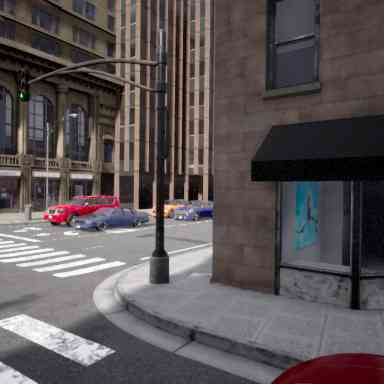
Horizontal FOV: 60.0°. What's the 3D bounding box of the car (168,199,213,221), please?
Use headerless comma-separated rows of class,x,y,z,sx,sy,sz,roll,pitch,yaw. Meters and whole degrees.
car,0.335,1.544,29.367,2.097,1.767,4.553,1,0,35

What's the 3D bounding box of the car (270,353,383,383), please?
car,2.380,1.545,1.275,4.507,1.381,1.887,0,1,35

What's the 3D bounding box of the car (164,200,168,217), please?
car,-1.862,1.504,31.896,2.097,1.767,4.553,1,0,35

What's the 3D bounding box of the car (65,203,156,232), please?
car,-5.105,1.658,21.620,2.033,1.411,5.357,1,0,35

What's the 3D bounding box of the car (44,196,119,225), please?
car,-7.568,1.289,23.761,2.150,2.045,5.566,1,0,35

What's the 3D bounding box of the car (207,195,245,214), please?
car,4.227,1.465,40.562,2.150,2.045,5.566,1,0,35
